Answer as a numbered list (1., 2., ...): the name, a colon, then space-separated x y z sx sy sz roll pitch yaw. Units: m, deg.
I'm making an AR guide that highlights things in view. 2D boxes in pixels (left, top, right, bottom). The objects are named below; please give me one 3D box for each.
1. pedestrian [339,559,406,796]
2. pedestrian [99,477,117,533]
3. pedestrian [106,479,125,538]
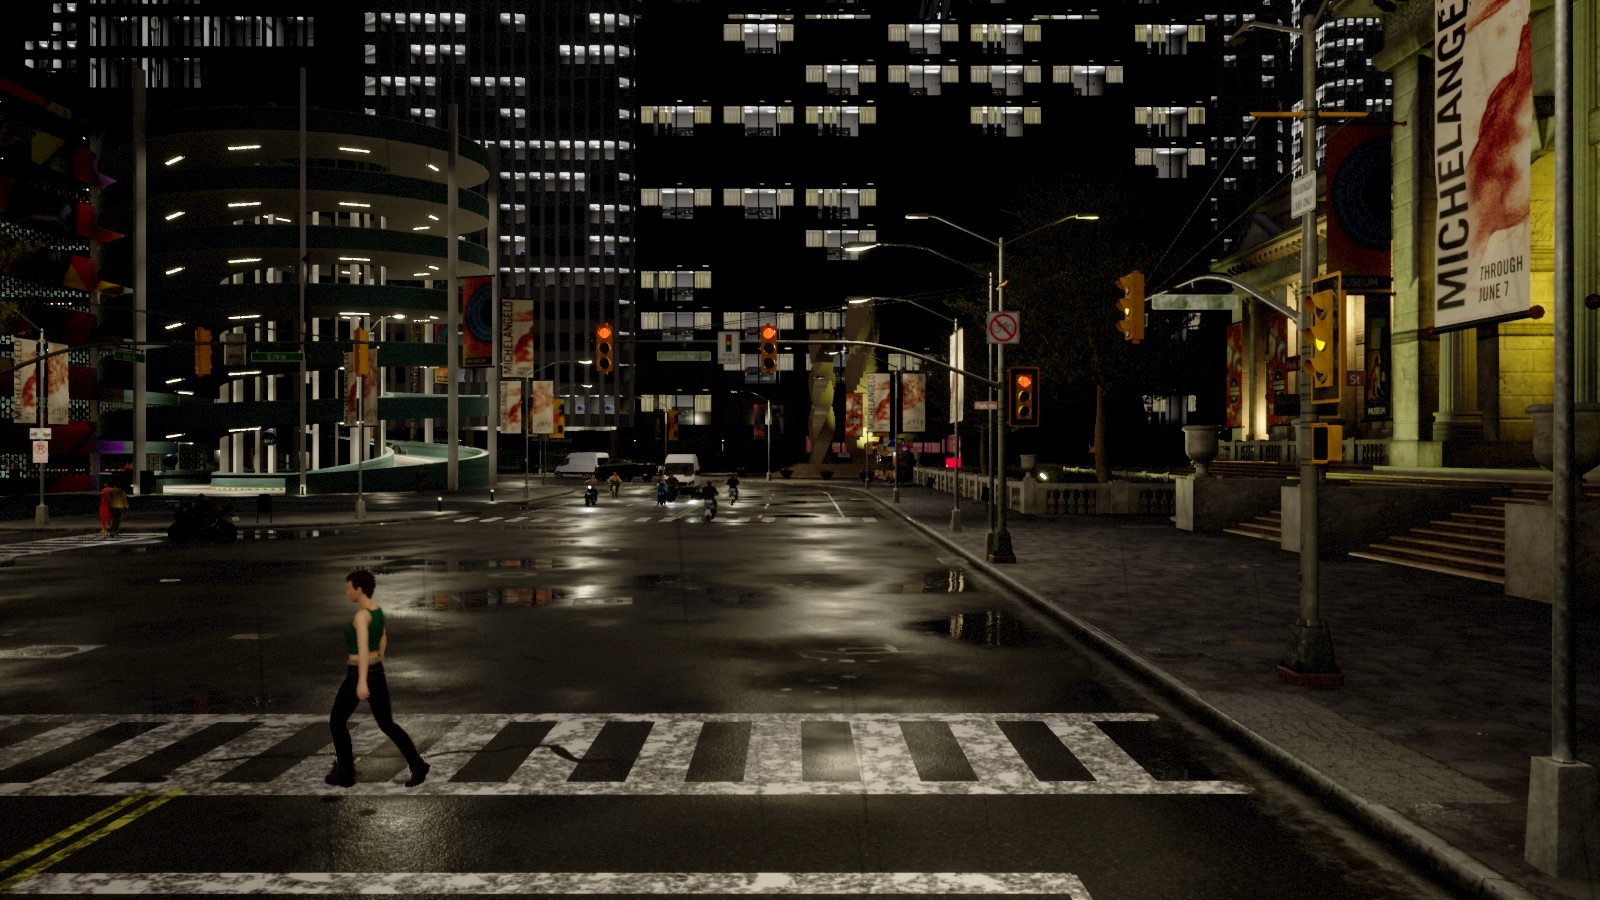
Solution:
1. pedestrian: -3.513 1.849 9.398 0.375 1.860 0.375 0 0 10
2. pedestrian: -23.362 1.848 38.585 0.375 1.860 0.375 0 0 0
3. pedestrian: -21.681 1.848 36.196 0.375 1.860 0.375 0 0 -1
